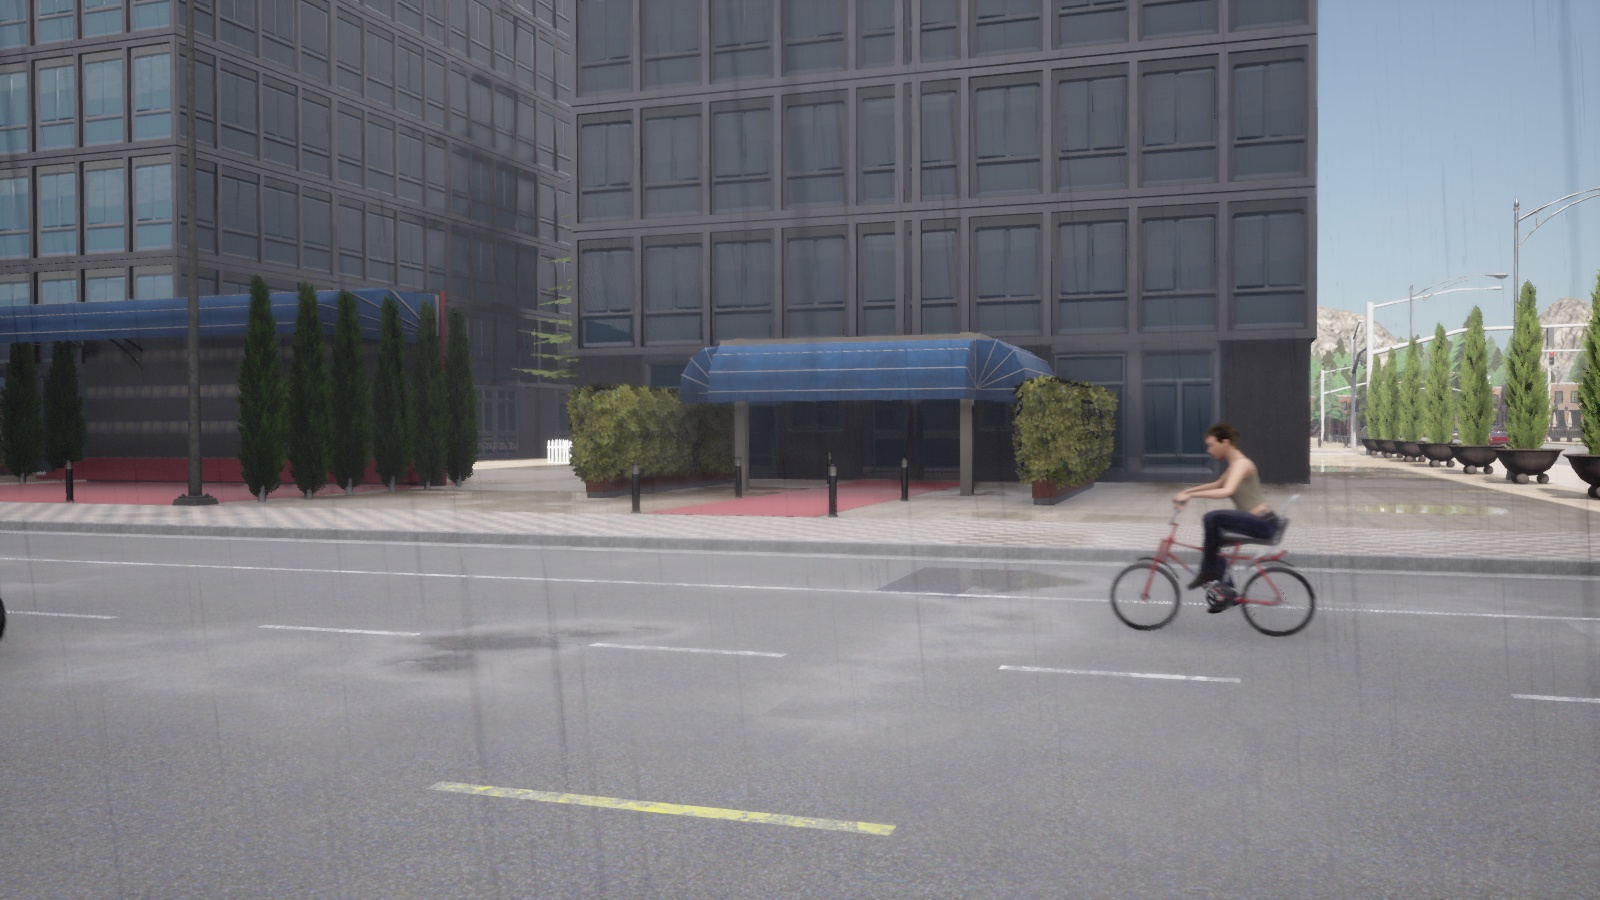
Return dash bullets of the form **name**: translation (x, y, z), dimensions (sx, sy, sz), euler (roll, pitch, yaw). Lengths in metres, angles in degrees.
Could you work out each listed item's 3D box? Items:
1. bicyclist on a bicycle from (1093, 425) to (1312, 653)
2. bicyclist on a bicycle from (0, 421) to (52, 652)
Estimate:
- **bicyclist on a bicycle**: translation (3.042, 0.622, 9.554), dimensions (1.509, 1.612, 0.866), euler (1, 1, 18)
- **bicyclist on a bicycle**: translation (-6.300, 0.596, 8.959), dimensions (1.509, 1.612, 0.866), euler (0, 1, 18)
